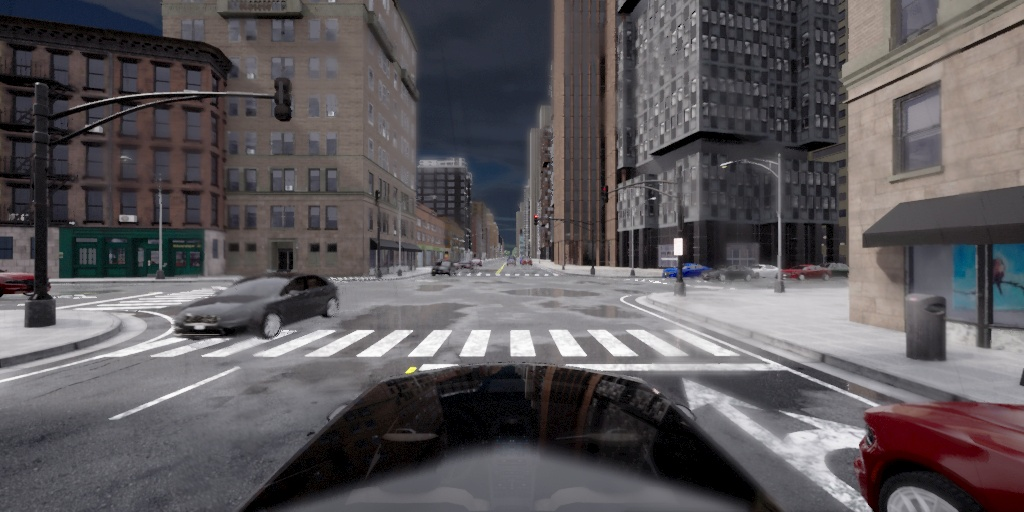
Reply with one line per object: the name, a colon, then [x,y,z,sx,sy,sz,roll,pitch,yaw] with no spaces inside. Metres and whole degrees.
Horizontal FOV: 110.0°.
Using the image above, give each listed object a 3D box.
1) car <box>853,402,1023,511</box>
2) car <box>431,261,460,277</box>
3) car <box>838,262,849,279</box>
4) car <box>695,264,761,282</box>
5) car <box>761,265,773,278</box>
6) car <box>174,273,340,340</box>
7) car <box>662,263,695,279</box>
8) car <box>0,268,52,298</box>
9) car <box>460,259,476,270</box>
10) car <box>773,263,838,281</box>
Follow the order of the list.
car: [3.353,1.228,0.439,1.882,1.535,5.008,0,0,0]
car: [-6.688,1.258,35.521,1.837,1.490,4.892,0,-1,0]
car: [35.015,1.566,39.664,4.553,1.767,2.097,1,0,-13]
car: [19.276,1.511,32.067,4.892,1.490,1.837,1,0,-17]
car: [26.006,1.635,37.381,4.674,1.442,1.812,1,0,-15]
car: [-6.606,1.252,10.007,1.837,1.490,4.892,0,0,0]
car: [17.024,1.483,34.810,5.008,1.535,1.882,1,0,-16]
car: [-22.331,0.960,14.467,5.008,1.535,1.882,1,0,-17]
car: [-6.687,1.319,51.171,1.994,1.385,4.181,0,0,0]
car: [28.327,1.590,34.640,5.008,1.535,1.882,1,0,-15]
